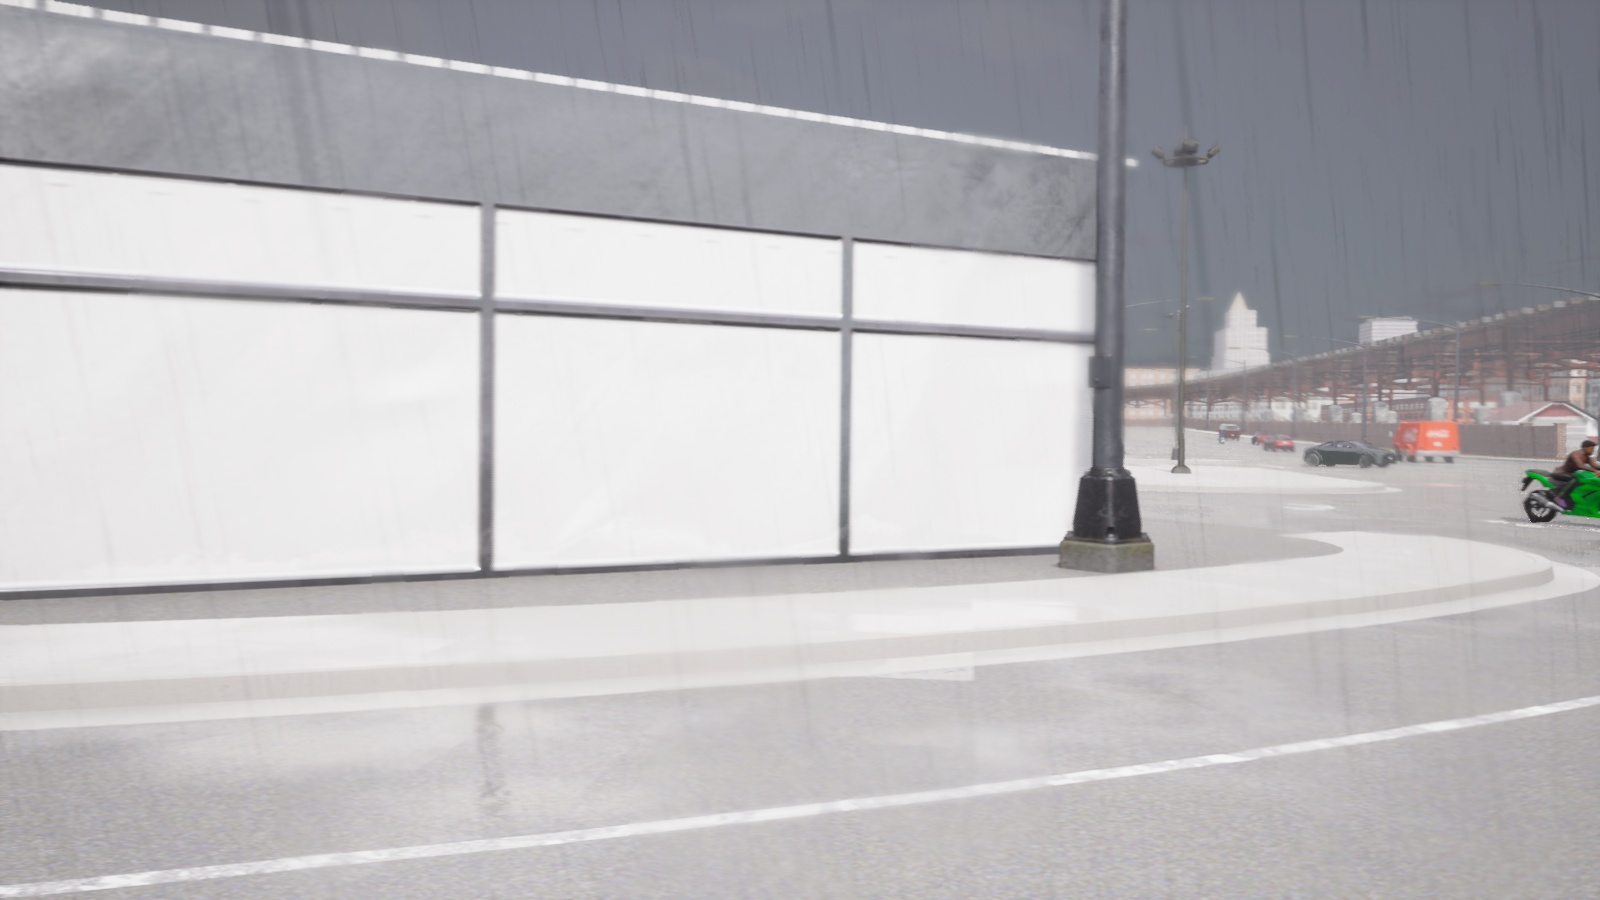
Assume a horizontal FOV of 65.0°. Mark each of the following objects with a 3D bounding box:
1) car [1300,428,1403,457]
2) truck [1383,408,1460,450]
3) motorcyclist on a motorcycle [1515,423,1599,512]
[{"bbox_3d":[27.037,-0.387,61.668,1.994,1.385,4.181,-1,1,-40],"label":"car"},{"bbox_3d":[37.609,-1.278,76.129,2.627,2.467,5.204,-1,1,7],"label":"truck"},{"bbox_3d":[13.793,0.288,22.028,0.797,1.523,2.044,-2,1,-29],"label":"motorcyclist on a motorcycle"}]
